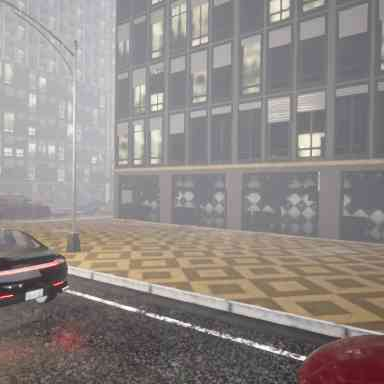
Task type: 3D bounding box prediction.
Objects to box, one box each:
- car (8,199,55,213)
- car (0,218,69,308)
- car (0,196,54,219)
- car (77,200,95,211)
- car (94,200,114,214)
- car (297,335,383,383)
[{"bbox_3d":[-19.091,1.641,39.849,1.752,1.417,4.829,1,0,36],"label":"car"},{"bbox_3d":[-4.595,1.488,6.934,4.902,1.511,2.128,0,0,35],"label":"car"},{"bbox_3d":[-15.577,1.518,30.480,2.192,1.841,5.009,1,0,36],"label":"car"},{"bbox_3d":[-13.008,1.780,43.759,1.994,1.385,4.181,1,0,35],"label":"car"},{"bbox_3d":[-8.796,1.828,39.704,1.752,1.417,4.829,1,0,36],"label":"car"},{"bbox_3d":[2.892,1.526,1.634,4.674,1.442,1.812,0,0,35],"label":"car"}]
